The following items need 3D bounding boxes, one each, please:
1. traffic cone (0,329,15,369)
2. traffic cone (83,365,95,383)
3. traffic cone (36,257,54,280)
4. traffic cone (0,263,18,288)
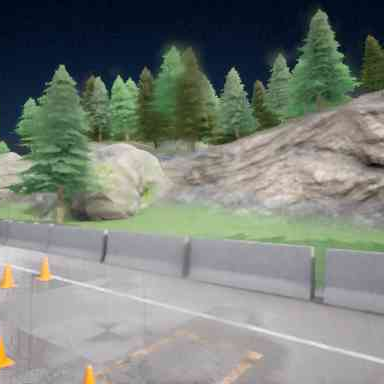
[{"bbox_3d":[-2.635,2.035,4.482,0.340,0.580,0.340,-1,-1,36],"label":"traffic cone"},{"bbox_3d":[-1.023,2.020,3.298,0.340,0.580,0.340,-1,-1,36],"label":"traffic cone"},{"bbox_3d":[-4.087,2.113,9.263,0.340,0.580,0.340,0,-1,36],"label":"traffic cone"},{"bbox_3d":[-4.678,2.096,8.458,0.340,0.580,0.340,0,-1,36],"label":"traffic cone"}]
